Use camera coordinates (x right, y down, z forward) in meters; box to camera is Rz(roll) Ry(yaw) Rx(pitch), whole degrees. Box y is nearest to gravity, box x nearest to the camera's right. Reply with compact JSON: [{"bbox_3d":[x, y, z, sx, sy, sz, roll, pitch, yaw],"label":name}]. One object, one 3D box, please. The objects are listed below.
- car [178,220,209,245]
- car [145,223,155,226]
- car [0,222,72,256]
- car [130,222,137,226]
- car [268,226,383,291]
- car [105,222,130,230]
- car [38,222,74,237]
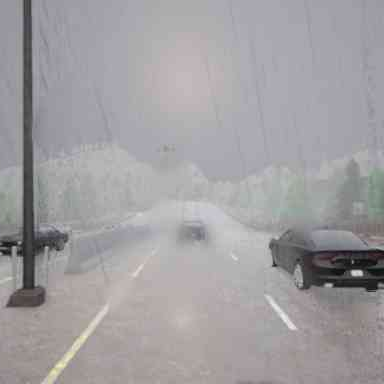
[{"bbox_3d":[0.093,2.484,20.763,1.812,1.442,4.674,0,-5,0],"label":"car"},{"bbox_3d":[-7.051,6.016,55.509,1.837,1.490,4.892,0,-6,1],"label":"car"},{"bbox_3d":[-7.103,2.104,14.494,1.895,1.301,4.718,0,-4,0],"label":"car"},{"bbox_3d":[-14.024,7.746,76.239,2.097,1.767,4.553,0,-4,0],"label":"car"},{"bbox_3d":[3.597,1.722,9.728,1.882,1.535,5.008,0,-2,0],"label":"car"},{"bbox_3d":[-10.564,5.084,46.053,2.033,1.411,5.357,0,-6,1],"label":"car"},{"bbox_3d":[-14.092,3.896,34.768,1.812,1.442,4.674,0,-6,0],"label":"car"}]
